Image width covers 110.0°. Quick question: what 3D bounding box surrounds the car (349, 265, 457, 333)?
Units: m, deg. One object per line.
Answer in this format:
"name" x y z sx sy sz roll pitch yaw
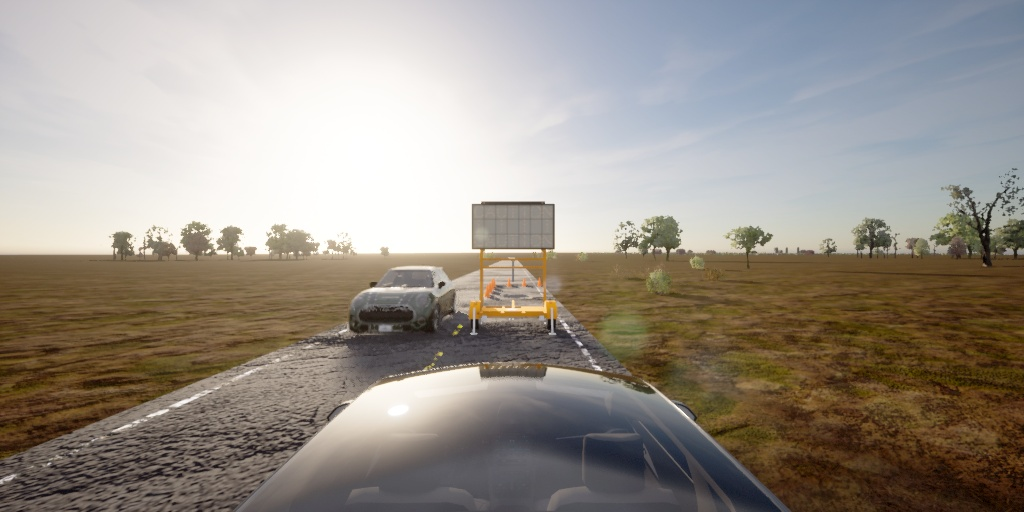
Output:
"car" -2.965 1.102 10.649 2.097 1.767 4.553 0 0 0

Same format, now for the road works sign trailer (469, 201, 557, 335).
"road works sign trailer" 0.034 0.214 10.505 2.380 3.560 2.880 0 0 0
